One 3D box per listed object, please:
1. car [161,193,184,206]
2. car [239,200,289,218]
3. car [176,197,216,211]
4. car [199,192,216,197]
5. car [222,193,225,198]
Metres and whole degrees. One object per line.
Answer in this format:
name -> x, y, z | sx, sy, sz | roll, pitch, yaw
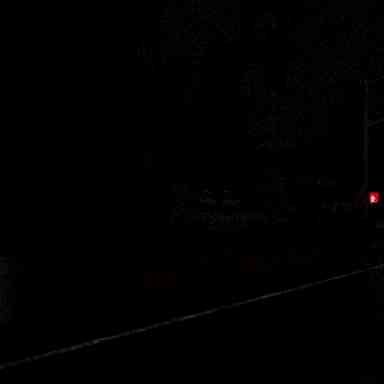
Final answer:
car -> -3.692, 1.367, 50.066 | 2.097, 1.767, 4.553 | 0, 0, -35
car -> 6.473, 1.493, 30.358 | 1.882, 1.535, 5.008 | 0, 0, -37
car -> 0.453, 1.579, 38.347 | 1.994, 1.385, 4.181 | 0, 0, -36
car -> 4.889, 1.112, 92.279 | 1.932, 1.855, 4.605 | 0, 0, -37
car -> 6.976, 1.092, 94.342 | 1.905, 1.878, 3.866 | 0, 0, -37
